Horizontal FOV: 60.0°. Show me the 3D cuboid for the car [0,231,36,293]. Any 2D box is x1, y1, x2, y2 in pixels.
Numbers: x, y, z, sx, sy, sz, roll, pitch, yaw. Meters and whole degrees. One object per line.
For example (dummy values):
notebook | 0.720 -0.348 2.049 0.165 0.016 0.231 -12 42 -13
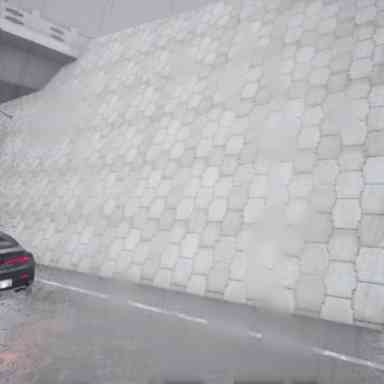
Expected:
car | -5.729 1.630 8.071 4.892 1.490 1.837 -1 -1 35
